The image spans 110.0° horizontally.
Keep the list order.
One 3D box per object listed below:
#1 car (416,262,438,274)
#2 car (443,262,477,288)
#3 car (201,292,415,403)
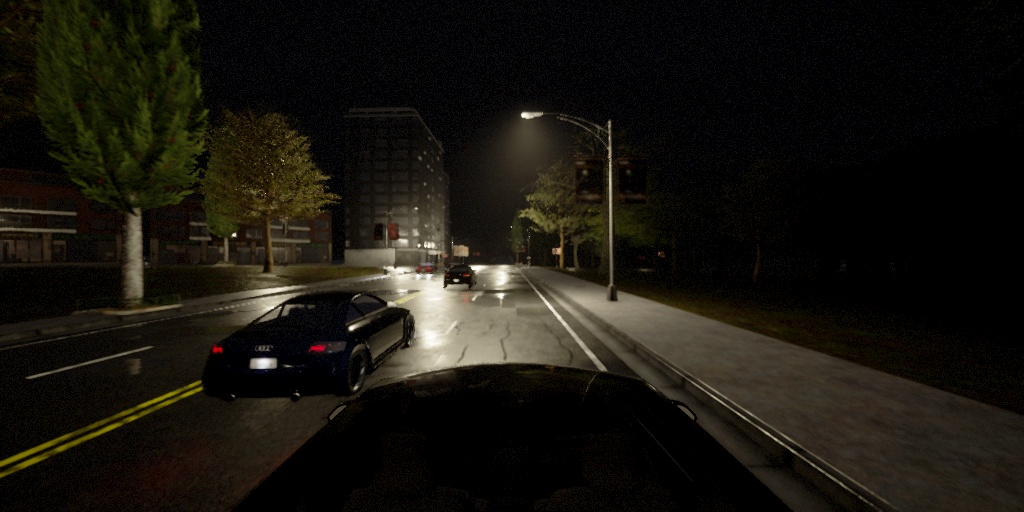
[{"bbox_3d":[-10.274,1.479,43.486,1.994,1.385,4.181,0,0,0],"label":"car"},{"bbox_3d":[-3.409,1.324,24.013,1.812,1.442,4.674,0,0,-1],"label":"car"},{"bbox_3d":[-3.189,1.338,6.572,1.994,1.385,4.181,0,0,-1],"label":"car"}]
